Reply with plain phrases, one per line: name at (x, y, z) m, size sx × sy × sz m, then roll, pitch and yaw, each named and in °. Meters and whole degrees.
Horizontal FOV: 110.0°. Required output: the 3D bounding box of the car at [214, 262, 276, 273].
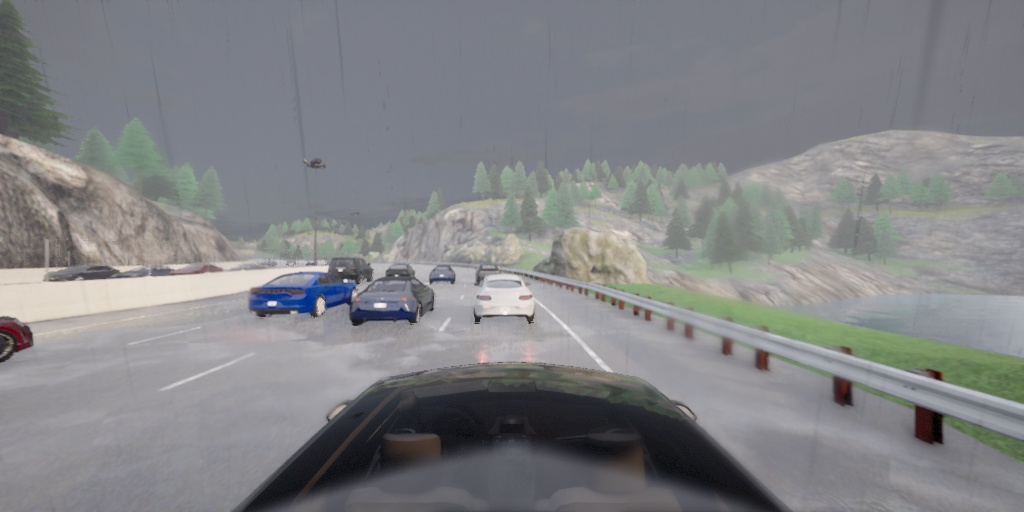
car at (-24.060, 1.496, 32.639) m, size 2.033 × 1.411 × 5.357 m, roll 0°, pitch 0°, yaw -10°

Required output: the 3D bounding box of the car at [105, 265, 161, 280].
car at (-30.790, 1.502, 30.552) m, size 2.033 × 1.411 × 5.357 m, roll 0°, pitch 0°, yaw -10°

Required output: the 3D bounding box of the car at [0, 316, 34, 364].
car at (-10.544, 1.355, 5.360) m, size 1.994 × 1.385 × 4.181 m, roll 0°, pitch 0°, yaw -1°

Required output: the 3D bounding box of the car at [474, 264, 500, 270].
car at (-1.905, 1.368, 28.127) m, size 2.128 × 1.511 × 4.902 m, roll 0°, pitch 0°, yaw -8°

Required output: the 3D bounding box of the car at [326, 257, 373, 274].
car at (-12.448, 1.121, 27.876) m, size 2.150 × 2.045 × 5.566 m, roll 0°, pitch 0°, yaw -8°

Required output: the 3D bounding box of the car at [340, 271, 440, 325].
car at (-3.827, 1.371, 12.093) m, size 1.994 × 1.385 × 4.181 m, roll 0°, pitch 0°, yaw -3°

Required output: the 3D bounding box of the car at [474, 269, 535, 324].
car at (-0.317, 1.325, 12.195) m, size 1.812 × 1.442 × 4.674 m, roll 0°, pitch 0°, yaw -3°

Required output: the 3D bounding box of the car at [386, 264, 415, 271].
car at (-9.244, 1.380, 29.999) m, size 1.882 × 1.535 × 5.008 m, roll 0°, pitch 0°, yaw -8°

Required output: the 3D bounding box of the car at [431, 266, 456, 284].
car at (-5.549, 1.452, 28.841) m, size 1.994 × 1.385 × 4.181 m, roll 0°, pitch 0°, yaw -8°

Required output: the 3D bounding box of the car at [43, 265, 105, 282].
car at (-34.033, 1.460, 28.625) m, size 1.837 × 1.490 × 4.892 m, roll 0°, pitch -1°, yaw -10°

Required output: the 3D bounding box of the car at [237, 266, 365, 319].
car at (-7.397, 1.298, 13.303) m, size 1.882 × 1.535 × 5.008 m, roll 0°, pitch 0°, yaw -4°

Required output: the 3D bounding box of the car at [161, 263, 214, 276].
car at (-27.396, 1.428, 31.319) m, size 1.882 × 1.535 × 5.008 m, roll 0°, pitch 0°, yaw -11°
